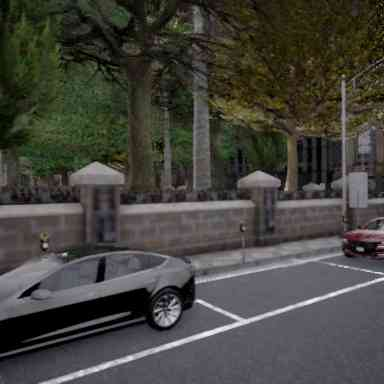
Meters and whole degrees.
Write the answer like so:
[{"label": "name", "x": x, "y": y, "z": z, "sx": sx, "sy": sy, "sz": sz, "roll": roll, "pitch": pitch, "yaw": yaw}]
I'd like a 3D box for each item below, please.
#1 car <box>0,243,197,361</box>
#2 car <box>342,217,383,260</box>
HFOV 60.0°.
[{"label": "car", "x": -1.909, "y": 1.567, "z": 5.301, "sx": 4.313, "sy": 1.339, "sz": 1.947, "roll": 0, "pitch": -1, "yaw": -35}, {"label": "car", "x": 7.088, "y": 1.551, "z": 11.714, "sx": 4.507, "sy": 1.381, "sz": 1.887, "roll": 0, "pitch": -1, "yaw": -35}]
